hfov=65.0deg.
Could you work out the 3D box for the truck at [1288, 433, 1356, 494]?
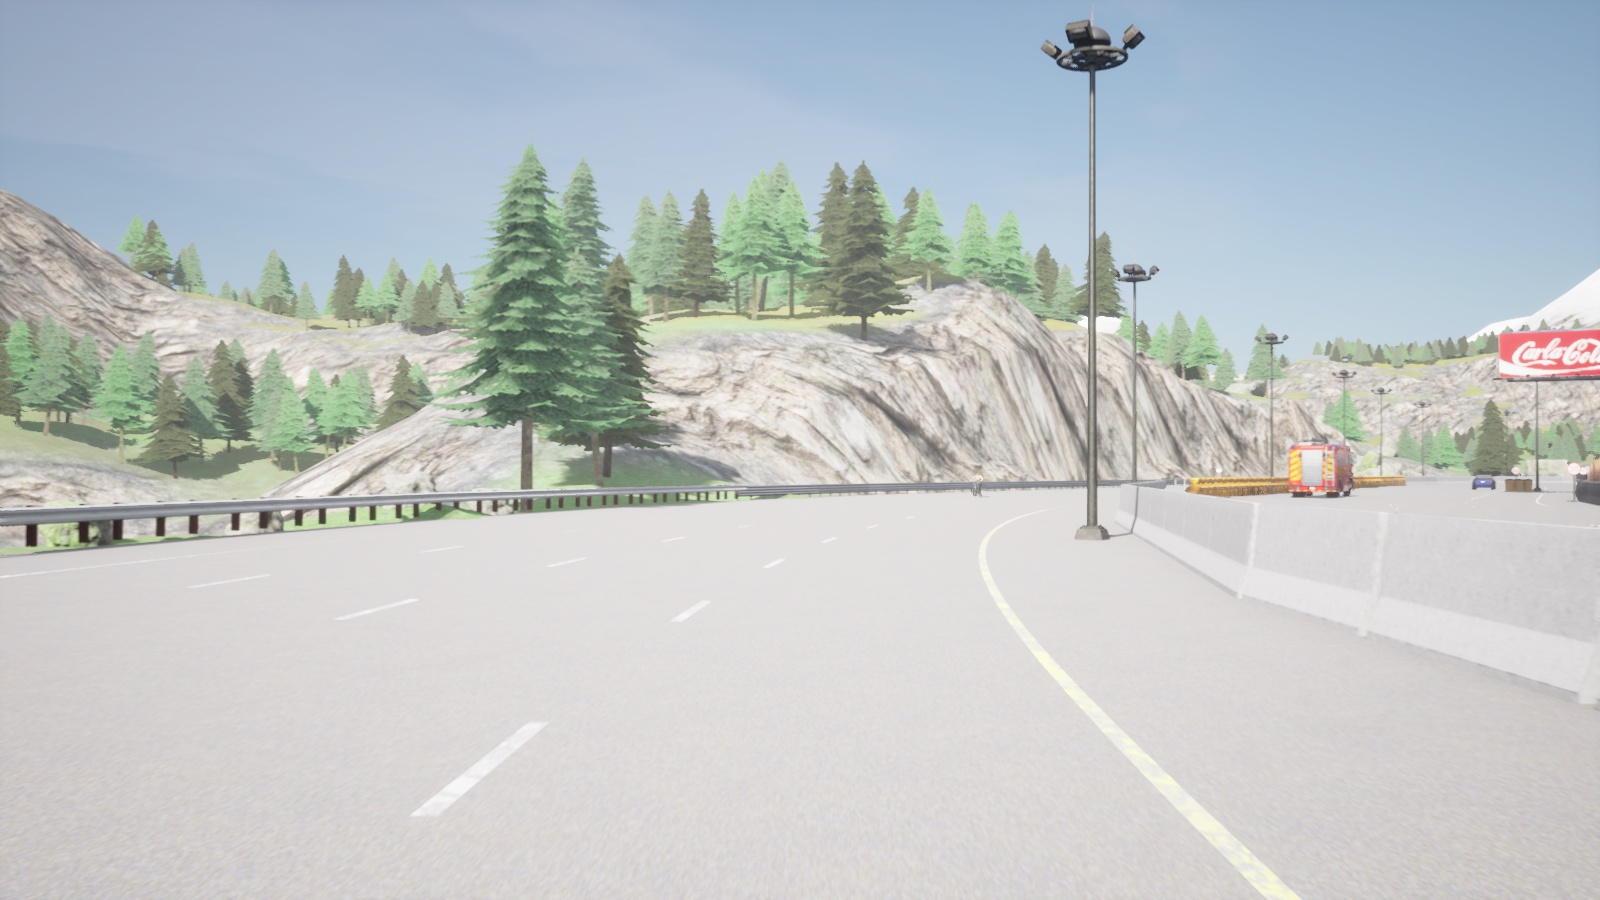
[{"bbox_3d":[34.622,0.910,83.107,2.891,3.827,8.468,-1,-1,31],"label":"truck"}]
